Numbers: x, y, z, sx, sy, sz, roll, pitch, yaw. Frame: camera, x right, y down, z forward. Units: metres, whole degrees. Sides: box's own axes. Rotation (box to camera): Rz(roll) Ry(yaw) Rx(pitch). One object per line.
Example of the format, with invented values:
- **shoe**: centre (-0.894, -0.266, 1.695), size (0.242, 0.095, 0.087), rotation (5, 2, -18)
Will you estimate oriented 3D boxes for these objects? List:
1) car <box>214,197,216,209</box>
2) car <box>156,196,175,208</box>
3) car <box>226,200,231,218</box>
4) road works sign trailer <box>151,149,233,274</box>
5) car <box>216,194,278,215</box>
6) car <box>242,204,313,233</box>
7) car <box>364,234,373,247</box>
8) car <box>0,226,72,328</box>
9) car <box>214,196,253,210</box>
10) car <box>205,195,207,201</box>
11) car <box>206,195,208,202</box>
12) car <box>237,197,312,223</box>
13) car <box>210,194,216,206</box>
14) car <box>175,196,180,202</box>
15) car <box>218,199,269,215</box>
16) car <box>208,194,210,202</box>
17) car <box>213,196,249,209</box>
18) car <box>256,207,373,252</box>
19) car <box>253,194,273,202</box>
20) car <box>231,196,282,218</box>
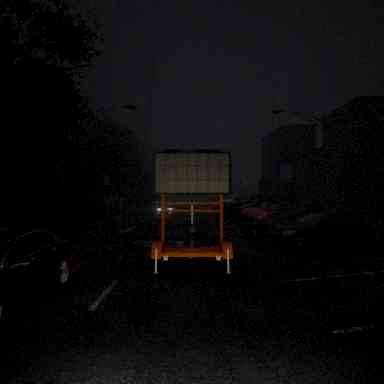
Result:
- **car**: centre (5.217, 1.503, 31.754), size (5.366, 1.575, 1.946), rotation (1, 0, -20)
- **car**: centre (-4.014, 1.424, 49.002), size (2.097, 1.767, 4.553), rotation (0, 0, 0)
- **car**: centre (5.360, 1.539, 25.818), size (4.674, 1.452, 2.002), rotation (1, 0, -20)
- **road works sign trailer**: centre (0.007, 0.465, 10.537), size (2.380, 3.560, 2.880), rotation (0, 0, 0)
- **car**: centre (5.367, 1.252, 28.796), size (5.566, 2.045, 2.435), rotation (1, 0, -20)
- **car**: centre (5.301, 1.518, 16.800), size (4.792, 1.488, 2.163), rotation (1, 0, -20)
- **car**: centre (5.313, 1.487, 4.808), size (4.892, 1.521, 2.231), rotation (1, 0, -20)
- **car**: centre (-3.943, 1.505, 6.542), size (1.837, 1.490, 4.892), rotation (0, 0, 0)
- **car**: centre (5.417, 1.414, 43.827), size (4.553, 1.767, 2.185), rotation (1, 0, -20)
- **car**: centre (5.536, 1.392, 70.886), size (5.566, 2.045, 2.435), rotation (1, 0, -20)
- **car**: centre (5.486, 1.584, 55.848), size (5.008, 1.535, 2.097), rotation (1, -1, -20)
- **car**: centre (5.372, 1.366, 19.820), size (4.553, 1.767, 2.185), rotation (1, 0, -20)
- **car**: centre (5.398, 1.271, 37.813), size (5.566, 2.045, 2.435), rotation (1, 0, -20)
- **car**: centre (-3.779, 1.666, 78.651), size (1.882, 1.535, 5.008), rotation (0, 0, 1)
- **car**: centre (5.377, 1.545, 34.811), size (4.792, 1.488, 2.163), rotation (1, 0, -20)
- **car**: centre (5.518, 1.447, 52.845), size (4.553, 1.767, 2.185), rotation (1, 0, -20)
- **car**: centre (5.430, 1.424, 46.828), size (4.553, 1.767, 2.185), rotation (1, 0, -20)
- **car**: centre (5.322, 1.528, 13.808), size (4.674, 1.452, 2.002), rotation (1, 0, -20)
- **car**: centre (18.531, 1.464, 86.853), size (2.435, 2.045, 5.566), rotation (0, 0, -21)
- **car**: centre (5.384, 1.369, 22.821), size (4.553, 1.767, 2.185), rotation (1, 0, -20)
